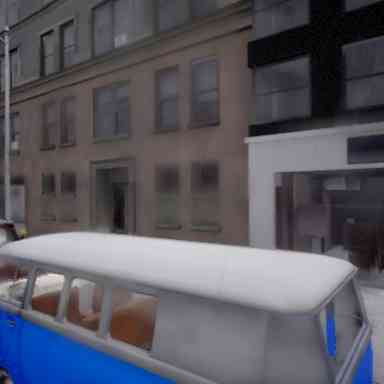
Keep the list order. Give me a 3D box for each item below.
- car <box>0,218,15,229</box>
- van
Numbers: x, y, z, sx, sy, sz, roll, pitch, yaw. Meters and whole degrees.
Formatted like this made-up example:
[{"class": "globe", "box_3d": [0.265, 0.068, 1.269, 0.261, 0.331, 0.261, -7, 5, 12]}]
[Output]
[{"class": "car", "box_3d": [-5.096, 1.387, 6.450, 5.009, 1.841, 2.192, -1, 0, 36]}, {"class": "van", "box_3d": [-0.474, 1.360, 3.150, 3.998, 1.788, 1.690, -1, 0, 36]}]
